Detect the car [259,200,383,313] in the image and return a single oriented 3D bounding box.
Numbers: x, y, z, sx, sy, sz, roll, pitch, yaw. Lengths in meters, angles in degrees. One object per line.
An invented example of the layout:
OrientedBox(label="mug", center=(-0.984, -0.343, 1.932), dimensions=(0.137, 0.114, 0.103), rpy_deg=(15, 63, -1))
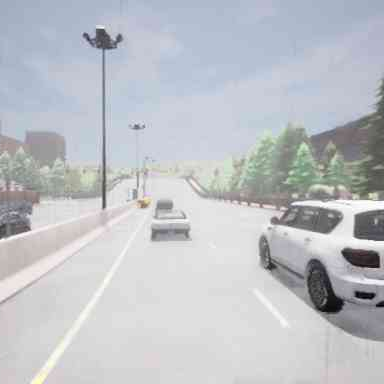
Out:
OrientedBox(label="car", center=(3.262, 1.196, 7.769), dimensions=(2.150, 2.045, 5.566), rpy_deg=(0, 0, -5))

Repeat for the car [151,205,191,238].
OrientedBox(label="car", center=(-1.178, 1.585, 17.673), dimensions=(1.895, 1.301, 4.718), rpy_deg=(0, 0, -5))

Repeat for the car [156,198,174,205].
OrientedBox(label="car", center=(-3.014, 1.448, 37.002), dimensions=(1.882, 1.535, 5.008), rpy_deg=(0, 0, -5))

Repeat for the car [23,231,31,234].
OrientedBox(label="car", center=(-7.975, 1.516, 13.104), dimensions=(2.128, 1.511, 4.902), rpy_deg=(0, 0, -5))
